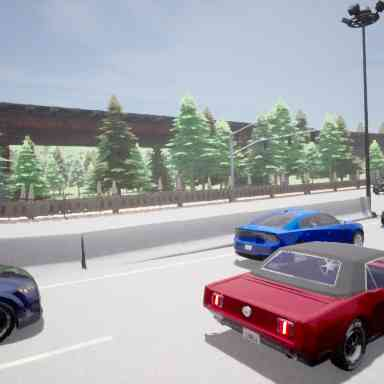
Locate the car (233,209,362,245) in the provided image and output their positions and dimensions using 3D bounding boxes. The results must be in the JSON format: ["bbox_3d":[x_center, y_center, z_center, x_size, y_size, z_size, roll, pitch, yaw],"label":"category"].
[{"bbox_3d":[3.561,1.283,10.630,5.008,1.535,1.882,-3,2,-36],"label":"car"}]

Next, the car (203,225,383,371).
[{"bbox_3d":[2.573,1.528,5.607,4.718,1.301,1.895,-2,1,-36],"label":"car"}]

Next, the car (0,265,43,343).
[{"bbox_3d":[-4.489,1.563,4.847,4.181,1.385,1.994,0,0,-36],"label":"car"}]

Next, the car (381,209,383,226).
[{"bbox_3d":[10.841,0.879,15.875,4.181,1.385,1.994,-4,2,-36],"label":"car"}]

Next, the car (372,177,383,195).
[{"bbox_3d":[22.540,-0.781,37.500,5.566,2.045,2.150,-4,3,-36],"label":"car"}]
